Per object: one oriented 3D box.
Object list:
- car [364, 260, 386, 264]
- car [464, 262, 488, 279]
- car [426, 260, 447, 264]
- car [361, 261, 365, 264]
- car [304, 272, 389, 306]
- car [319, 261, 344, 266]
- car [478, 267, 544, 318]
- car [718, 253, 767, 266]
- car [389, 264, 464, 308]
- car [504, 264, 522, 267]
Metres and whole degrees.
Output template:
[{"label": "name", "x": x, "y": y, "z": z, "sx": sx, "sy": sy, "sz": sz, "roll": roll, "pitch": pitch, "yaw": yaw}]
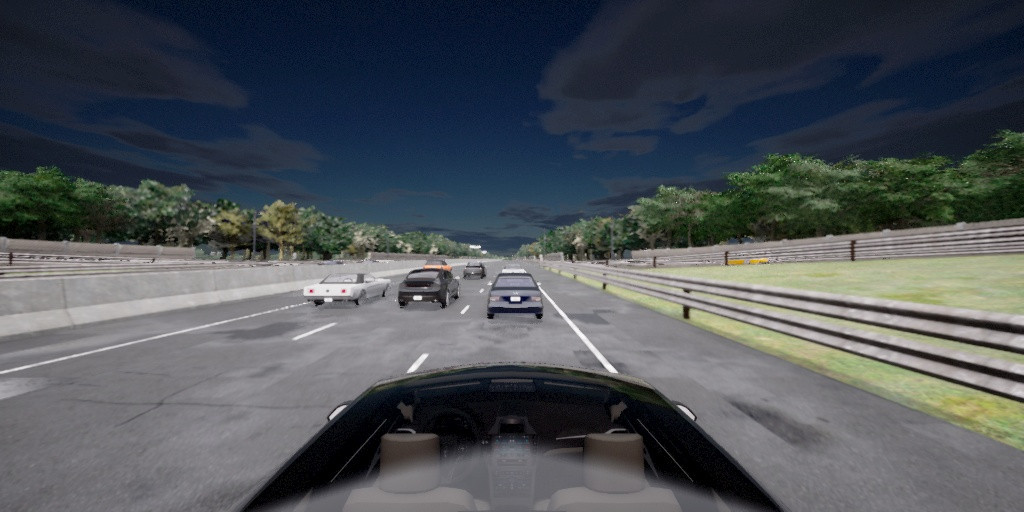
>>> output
[{"label": "car", "x": -17.585, "y": 1.433, "z": 48.083, "sx": 1.895, "sy": 1.301, "sz": 4.718, "roll": 0, "pitch": 0, "yaw": 0}, {"label": "car", "x": -3.404, "y": 1.285, "z": 33.560, "sx": 2.128, "sy": 1.511, "sz": 4.902, "roll": 0, "pitch": 0, "yaw": 0}, {"label": "car", "x": -6.904, "y": 1.145, "z": 33.316, "sx": 2.097, "sy": 1.767, "sz": 4.553, "roll": 0, "pitch": 0, "yaw": 0}, {"label": "car", "x": -21.060, "y": 1.375, "z": 52.883, "sx": 1.812, "sy": 1.442, "sz": 4.674, "roll": 0, "pitch": 0, "yaw": 0}, {"label": "car", "x": -6.902, "y": 1.363, "z": 15.717, "sx": 1.895, "sy": 1.301, "sz": 4.718, "roll": 0, "pitch": 0, "yaw": 0}, {"label": "car", "x": -24.576, "y": 1.383, "z": 49.243, "sx": 2.033, "sy": 1.411, "sz": 5.357, "roll": 0, "pitch": 0, "yaw": 0}, {"label": "car", "x": 0.098, "y": 1.306, "z": 13.009, "sx": 2.033, "sy": 1.411, "sz": 5.357, "roll": 0, "pitch": 0, "yaw": 0}, {"label": "car", "x": 24.799, "y": 0.380, "z": 38.830, "sx": 1.882, "sy": 1.535, "sz": 5.008, "roll": 0, "pitch": -4, "yaw": -16}, {"label": "car", "x": -3.402, "y": 1.267, "z": 15.353, "sx": 1.837, "sy": 1.490, "sz": 4.892, "roll": 0, "pitch": 0, "yaw": 0}, {"label": "car", "x": 0.089, "y": 1.391, "z": 32.001, "sx": 1.895, "sy": 1.301, "sz": 4.718, "roll": 0, "pitch": 0, "yaw": 0}]
